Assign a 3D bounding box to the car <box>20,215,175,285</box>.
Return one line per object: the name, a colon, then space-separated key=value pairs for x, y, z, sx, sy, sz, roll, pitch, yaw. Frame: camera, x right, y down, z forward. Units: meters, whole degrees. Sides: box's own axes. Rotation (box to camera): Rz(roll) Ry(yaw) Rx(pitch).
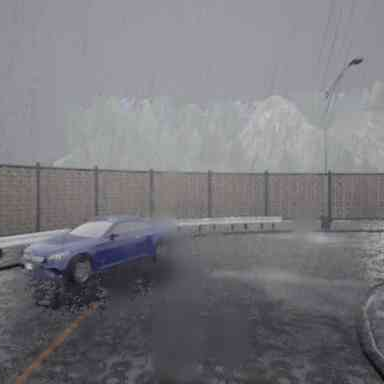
car: x=-2.374 y=1.424 z=9.503 sx=1.812 sy=1.442 sz=4.674 roll=0 pitch=0 yaw=36
